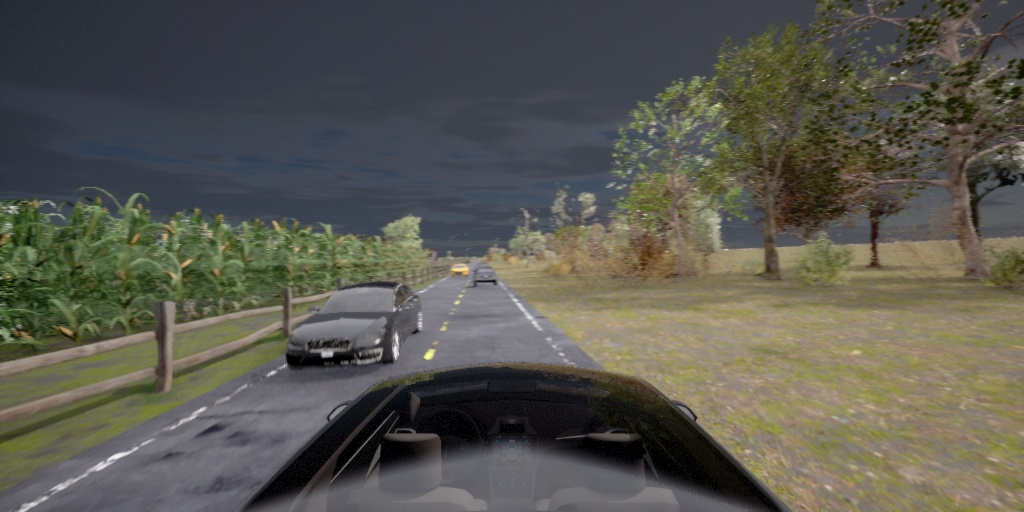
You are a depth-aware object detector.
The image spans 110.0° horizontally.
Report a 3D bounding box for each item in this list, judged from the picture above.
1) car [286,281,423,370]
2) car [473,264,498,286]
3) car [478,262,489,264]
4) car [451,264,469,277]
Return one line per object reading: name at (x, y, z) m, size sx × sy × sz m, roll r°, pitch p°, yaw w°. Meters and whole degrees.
car at (-3.307, 1.396, 8.429) m, size 1.837 × 1.490 × 4.892 m, roll -1°, pitch 0°, yaw -5°
car at (-2.150, 1.590, 28.846) m, size 2.033 × 1.411 × 5.357 m, roll -1°, pitch 0°, yaw -5°
car at (-3.341, 1.527, 41.682) m, size 2.097 × 1.767 × 4.553 m, roll -1°, pitch -1°, yaw -4°
car at (-6.323, 1.744, 43.766) m, size 1.882 × 1.535 × 5.008 m, roll -1°, pitch 0°, yaw -5°
